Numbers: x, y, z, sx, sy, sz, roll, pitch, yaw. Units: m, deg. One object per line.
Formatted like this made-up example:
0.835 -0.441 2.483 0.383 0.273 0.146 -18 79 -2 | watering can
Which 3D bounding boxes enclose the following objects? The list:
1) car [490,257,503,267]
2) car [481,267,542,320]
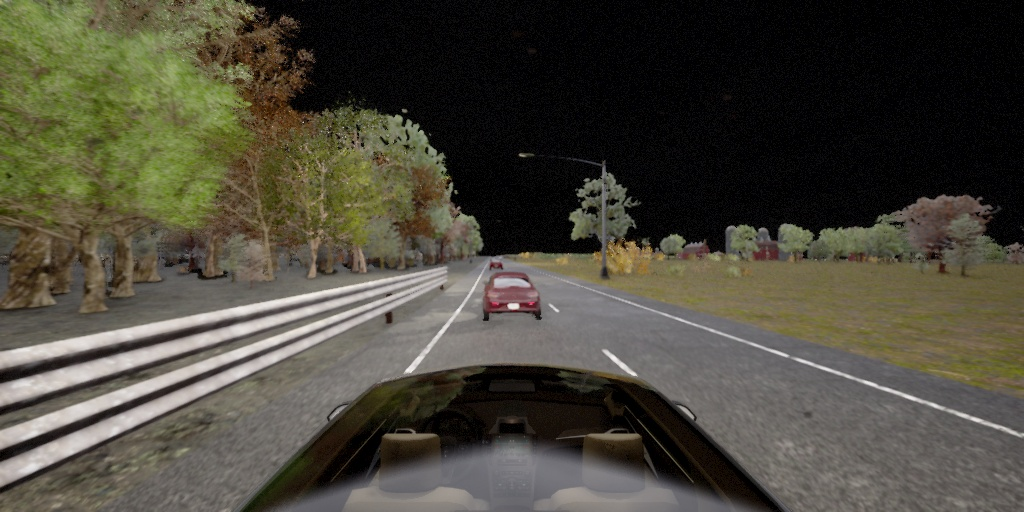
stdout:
-2.313 1.221 52.435 1.882 1.535 5.008 0 0 -3 | car
-0.082 1.274 12.577 1.812 1.442 4.674 0 0 -3 | car
